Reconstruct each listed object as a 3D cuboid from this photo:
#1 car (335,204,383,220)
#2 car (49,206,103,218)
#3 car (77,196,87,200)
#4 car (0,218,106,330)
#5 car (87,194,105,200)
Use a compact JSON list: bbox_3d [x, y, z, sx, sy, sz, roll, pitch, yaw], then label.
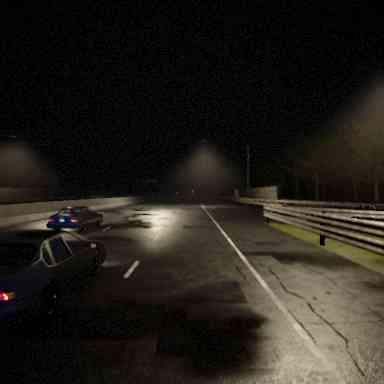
[{"bbox_3d":[12.930,1.668,24.686,1.837,1.490,4.892,1,-1,-23],"label":"car"},{"bbox_3d":[-6.905,1.560,20.167,2.033,1.411,5.357,0,0,0],"label":"car"},{"bbox_3d":[-28.057,1.698,85.618,1.837,1.490,4.892,0,0,0],"label":"car"},{"bbox_3d":[-3.401,1.547,7.253,2.033,1.411,5.357,0,0,0],"label":"car"},{"bbox_3d":[-24.559,1.424,85.915,2.150,2.045,5.566,0,0,0],"label":"car"}]
